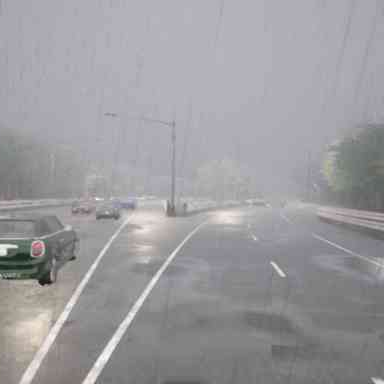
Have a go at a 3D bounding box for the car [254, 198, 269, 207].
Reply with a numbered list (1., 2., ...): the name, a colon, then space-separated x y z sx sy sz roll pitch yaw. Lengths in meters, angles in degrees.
1. car: 13.756 2.241 67.306 1.882 1.535 5.008 0 -1 20

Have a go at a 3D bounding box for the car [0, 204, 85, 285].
1. car: -4.654 1.384 9.585 2.097 1.767 4.553 1 -1 -9

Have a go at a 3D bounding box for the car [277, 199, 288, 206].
1. car: 20.881 2.353 76.635 2.033 1.411 5.357 0 -1 20

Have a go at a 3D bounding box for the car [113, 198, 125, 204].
1. car: -17.096 2.055 78.017 1.994 1.385 4.181 1 -1 0

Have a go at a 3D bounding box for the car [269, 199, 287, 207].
1. car: 17.324 2.271 66.876 1.882 1.535 5.008 0 -1 20

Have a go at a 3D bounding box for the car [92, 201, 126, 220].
1. car: -7.407 1.763 30.208 1.994 1.385 4.181 1 -1 -6

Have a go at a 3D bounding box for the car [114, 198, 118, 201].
1. car: -13.387 1.789 65.342 2.097 1.767 4.553 1 0 -1

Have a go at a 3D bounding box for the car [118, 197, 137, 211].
1. car: -8.988 1.813 47.692 1.882 1.535 5.008 1 -1 -4

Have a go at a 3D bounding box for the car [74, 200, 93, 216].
1. car: -11.427 1.800 35.763 1.895 1.301 4.718 1 -1 -5
